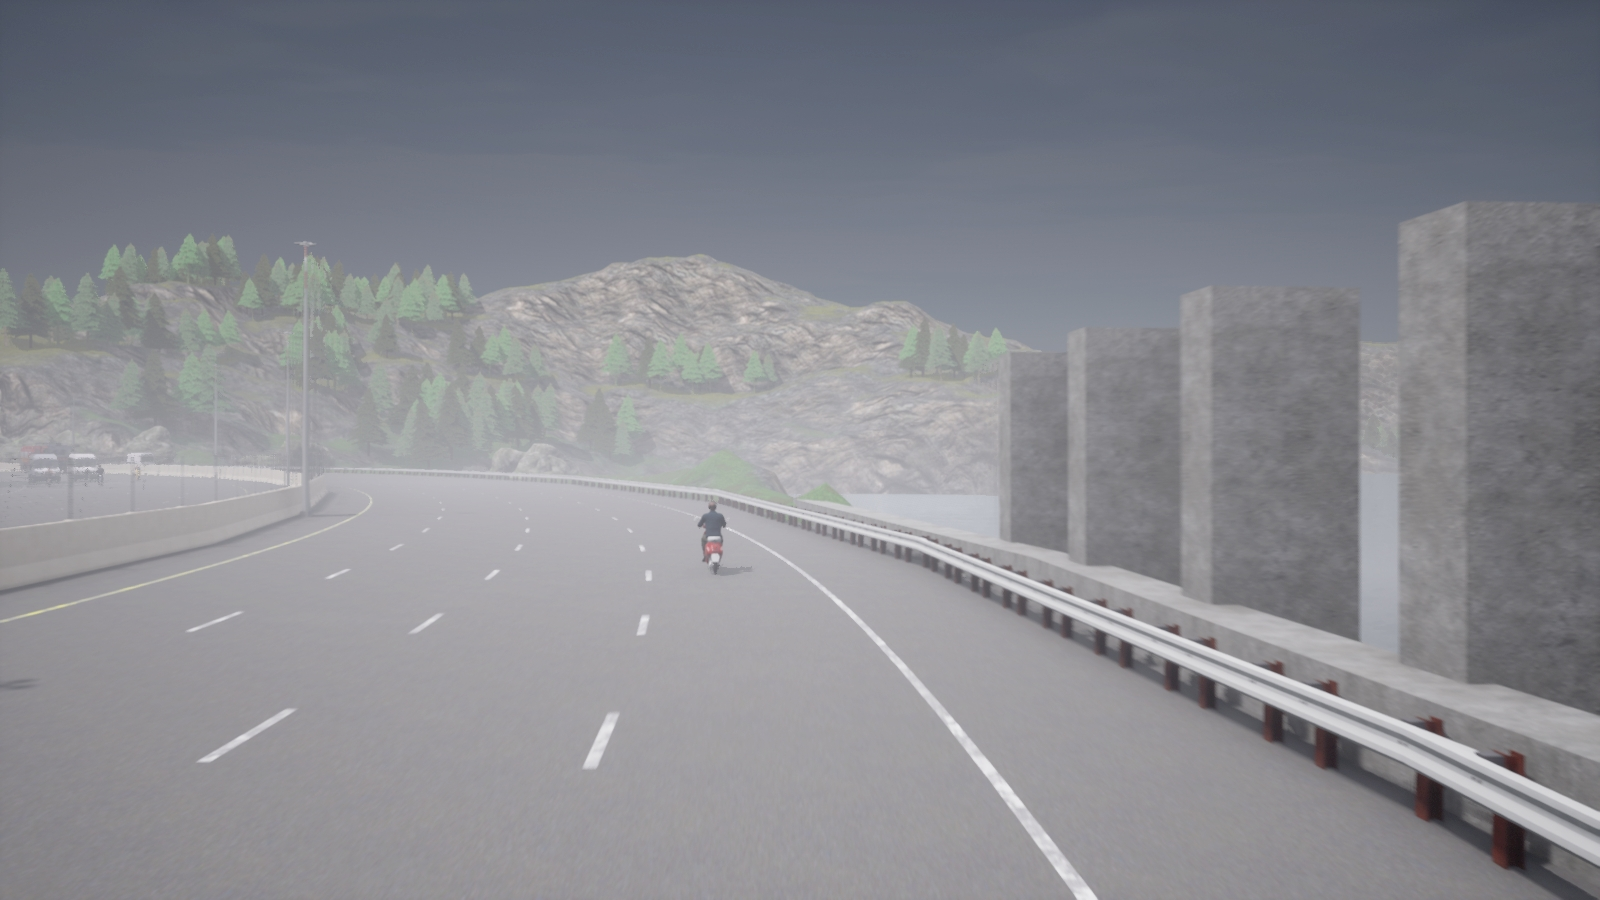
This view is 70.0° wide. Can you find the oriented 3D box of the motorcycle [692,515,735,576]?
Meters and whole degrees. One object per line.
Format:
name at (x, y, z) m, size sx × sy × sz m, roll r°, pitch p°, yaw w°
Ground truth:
motorcycle at (-2.024, 2.193, 26.524) m, size 0.856 × 1.236 × 1.805 m, roll -1°, pitch 0°, yaw -8°
